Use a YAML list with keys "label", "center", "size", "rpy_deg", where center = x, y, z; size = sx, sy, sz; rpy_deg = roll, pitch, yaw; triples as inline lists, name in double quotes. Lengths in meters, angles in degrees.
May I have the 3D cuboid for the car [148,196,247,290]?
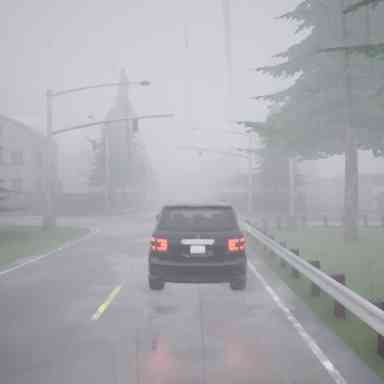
- label: "car"
  center: [0.130, 1.217, 9.180]
  size: [2.150, 2.045, 5.566]
  rpy_deg: [0, 0, 0]
